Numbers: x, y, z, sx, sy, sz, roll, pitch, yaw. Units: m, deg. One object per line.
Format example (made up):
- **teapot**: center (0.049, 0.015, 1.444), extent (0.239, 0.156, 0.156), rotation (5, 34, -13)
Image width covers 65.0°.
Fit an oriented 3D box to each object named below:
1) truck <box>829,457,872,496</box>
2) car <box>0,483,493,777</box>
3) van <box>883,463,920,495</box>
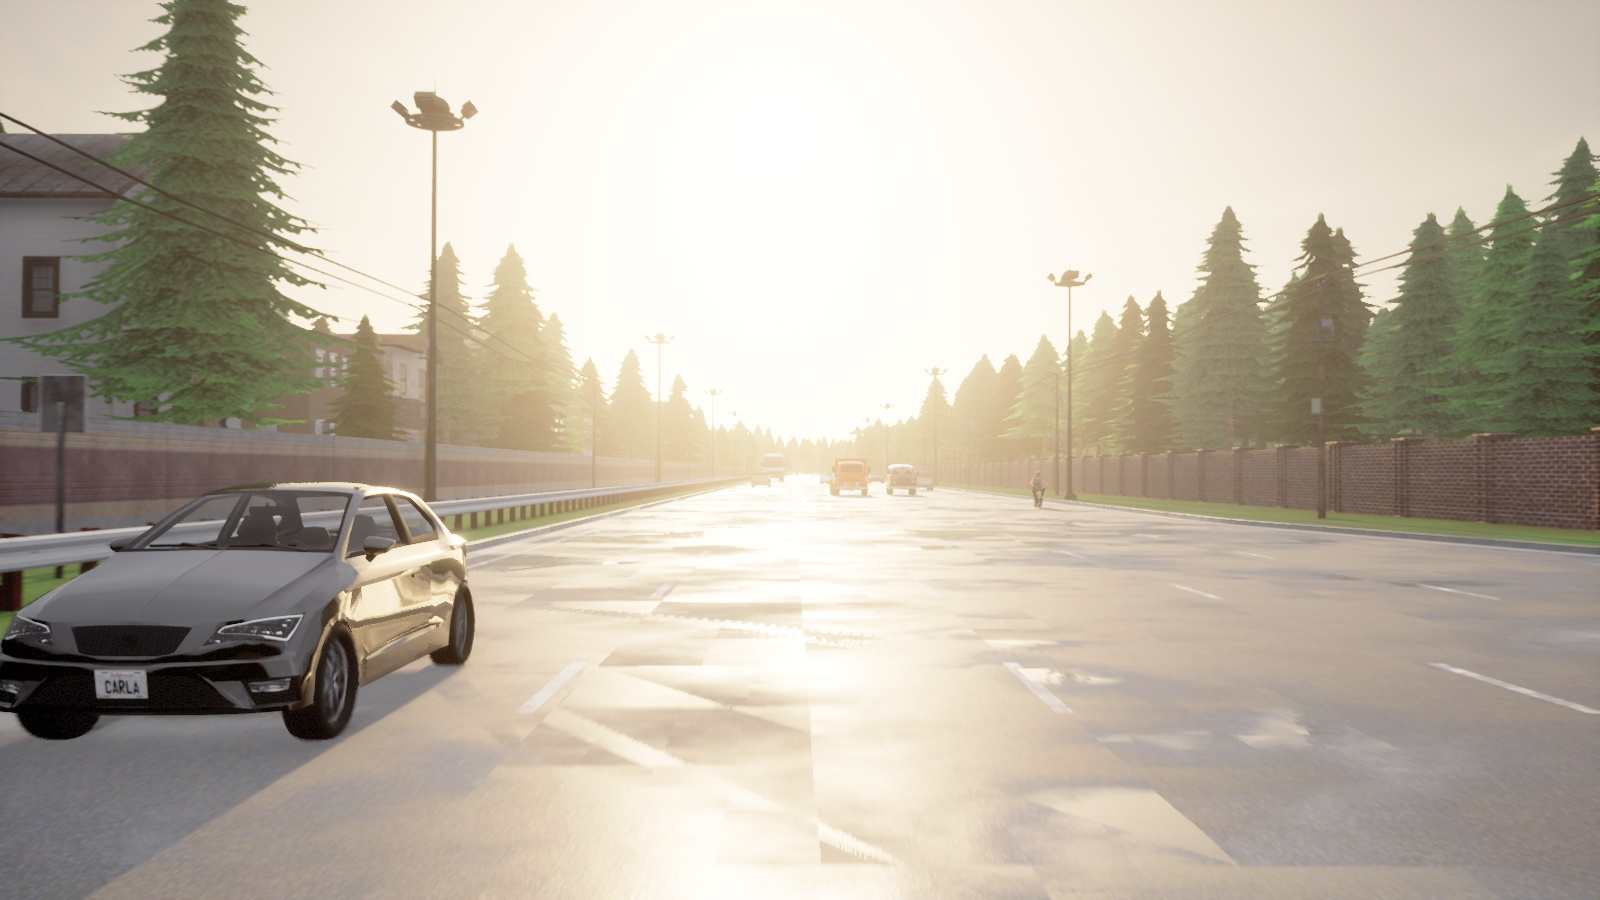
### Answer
- **truck**: center (3.295, 1.724, 83.066), extent (2.627, 2.467, 5.204), rotation (0, -1, 0)
- **car**: center (-3.521, 0.989, 8.601), extent (1.816, 1.474, 4.193), rotation (0, -1, 0)
- **van**: center (6.793, 1.943, 84.445), extent (2.069, 2.038, 4.480), rotation (0, -1, 0)
